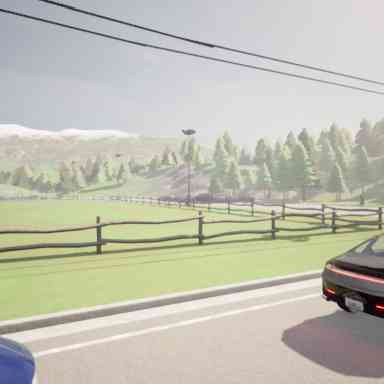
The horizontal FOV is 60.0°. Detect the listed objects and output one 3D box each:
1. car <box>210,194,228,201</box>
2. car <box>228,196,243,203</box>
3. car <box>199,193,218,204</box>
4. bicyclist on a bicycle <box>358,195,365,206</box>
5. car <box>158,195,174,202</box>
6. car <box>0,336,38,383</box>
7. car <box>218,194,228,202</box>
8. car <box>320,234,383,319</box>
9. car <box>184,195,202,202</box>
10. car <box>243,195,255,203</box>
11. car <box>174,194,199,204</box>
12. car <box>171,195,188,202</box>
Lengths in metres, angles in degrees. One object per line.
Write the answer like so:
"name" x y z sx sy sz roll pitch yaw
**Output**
"car" 6.412 1.295 79.652 2.097 1.767 4.553 0 0 -28
"car" 7.999 1.549 69.336 1.994 1.385 4.181 0 0 -28
"car" 2.250 1.219 65.251 2.150 2.045 5.566 0 0 -28
"bicyclist on a bicycle" 26.226 1.299 51.480 1.656 1.620 0.582 0 0 -28
"car" -5.925 1.446 73.034 1.837 1.490 4.892 0 0 -28
"car" -3.398 1.526 1.805 4.674 1.442 1.812 0 0 -29
"car" 4.905 1.561 67.701 1.994 1.385 4.181 0 0 -28
"car" 4.594 1.491 6.206 4.902 1.511 2.128 0 0 -28
"car" 0.237 1.421 76.356 1.882 1.535 5.008 0 0 -28
"car" 11.274 1.496 70.638 1.837 1.490 4.892 0 0 -28
"car" -1.105 1.350 64.097 2.097 1.767 4.553 0 0 -28
"car" -2.844 1.470 74.695 1.812 1.442 4.674 0 0 -28
